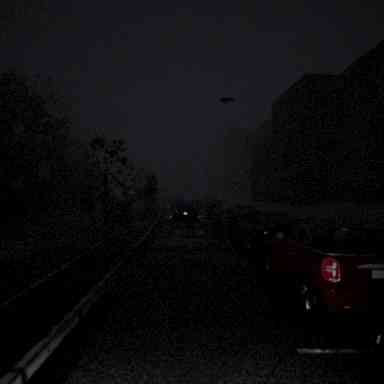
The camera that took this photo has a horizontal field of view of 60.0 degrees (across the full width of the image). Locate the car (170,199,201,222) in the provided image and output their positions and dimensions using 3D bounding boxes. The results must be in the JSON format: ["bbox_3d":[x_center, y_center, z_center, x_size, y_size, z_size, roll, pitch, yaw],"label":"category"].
[{"bbox_3d":[-0.599,1.544,26.511,1.994,1.385,4.181,0,0,-3],"label":"car"}]

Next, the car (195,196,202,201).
[{"bbox_3d":[1.832,1.326,35.424,2.185,1.767,4.553,0,0,-4],"label":"car"}]

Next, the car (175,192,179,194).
[{"bbox_3d":[-2.038,1.351,68.787,1.946,1.575,5.366,0,0,-9],"label":"car"}]

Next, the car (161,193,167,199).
[{"bbox_3d":[-6.455,1.198,90.623,1.946,1.575,5.366,0,0,-13],"label":"car"}]

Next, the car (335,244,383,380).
[{"bbox_3d":[3.050,1.483,1.987,2.231,1.521,4.892,0,0,0],"label":"car"}]

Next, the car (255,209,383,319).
[{"bbox_3d":[3.050,1.356,7.515,2.185,1.767,4.553,1,0,0],"label":"car"}]

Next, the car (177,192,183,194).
[{"bbox_3d":[-1.191,1.376,63.287,1.946,1.575,5.366,0,0,-8],"label":"car"}]

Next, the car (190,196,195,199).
[{"bbox_3d":[0.841,1.430,46.526,2.231,1.521,4.892,0,0,-5],"label":"car"}]

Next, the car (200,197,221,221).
[{"bbox_3d":[2.218,1.490,29.938,2.163,1.488,4.792,0,0,-3],"label":"car"}]

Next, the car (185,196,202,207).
[{"bbox_3d":[0.240,1.415,52.056,2.097,1.535,5.008,0,0,-6],"label":"car"}]

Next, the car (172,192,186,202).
[{"bbox_3d":[-2.964,1.074,74.116,2.435,2.045,5.566,0,0,-10],"label":"car"}]

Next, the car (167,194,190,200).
[{"bbox_3d":[-1.818,1.440,42.888,2.128,1.511,4.902,0,0,-5],"label":"car"}]

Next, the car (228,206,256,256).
[{"bbox_3d":[2.933,1.508,13.136,2.163,1.488,4.792,0,0,-1],"label":"car"}]

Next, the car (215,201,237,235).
[{"bbox_3d":[2.758,1.504,18.819,2.163,1.488,4.792,0,0,-2],"label":"car"}]
